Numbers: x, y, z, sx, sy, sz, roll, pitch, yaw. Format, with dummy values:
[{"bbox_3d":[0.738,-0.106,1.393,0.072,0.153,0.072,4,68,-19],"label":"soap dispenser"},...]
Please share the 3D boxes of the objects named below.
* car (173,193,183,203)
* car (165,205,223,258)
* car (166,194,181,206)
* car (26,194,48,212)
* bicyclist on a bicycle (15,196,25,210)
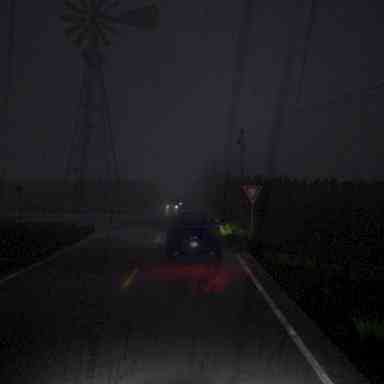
[{"bbox_3d":[-3.210,1.199,70.917,2.150,2.045,5.566,0,0,0],"label":"car"},{"bbox_3d":[0.074,1.473,12.766,1.882,1.535,5.008,0,0,0],"label":"car"},{"bbox_3d":[-3.264,1.505,55.365,1.812,1.442,4.674,0,0,0],"label":"car"},{"bbox_3d":[-17.228,1.205,36.814,1.905,1.878,3.866,0,0,-31],"label":"car"},{"bbox_3d":[-20.679,1.309,40.087,0.582,1.620,1.656,0,0,24],"label":"bicyclist on a bicycle"}]
